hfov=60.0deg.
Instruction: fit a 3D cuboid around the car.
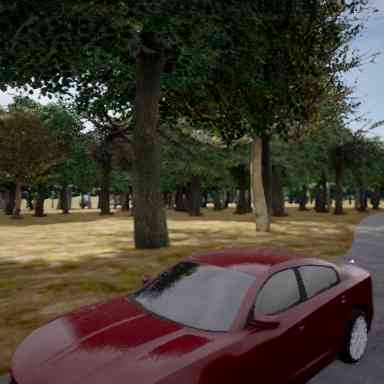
[{"bbox_3d":[0.531,1.499,4.147,5.008,1.535,1.882,1,0,-42],"label":"car"}]
